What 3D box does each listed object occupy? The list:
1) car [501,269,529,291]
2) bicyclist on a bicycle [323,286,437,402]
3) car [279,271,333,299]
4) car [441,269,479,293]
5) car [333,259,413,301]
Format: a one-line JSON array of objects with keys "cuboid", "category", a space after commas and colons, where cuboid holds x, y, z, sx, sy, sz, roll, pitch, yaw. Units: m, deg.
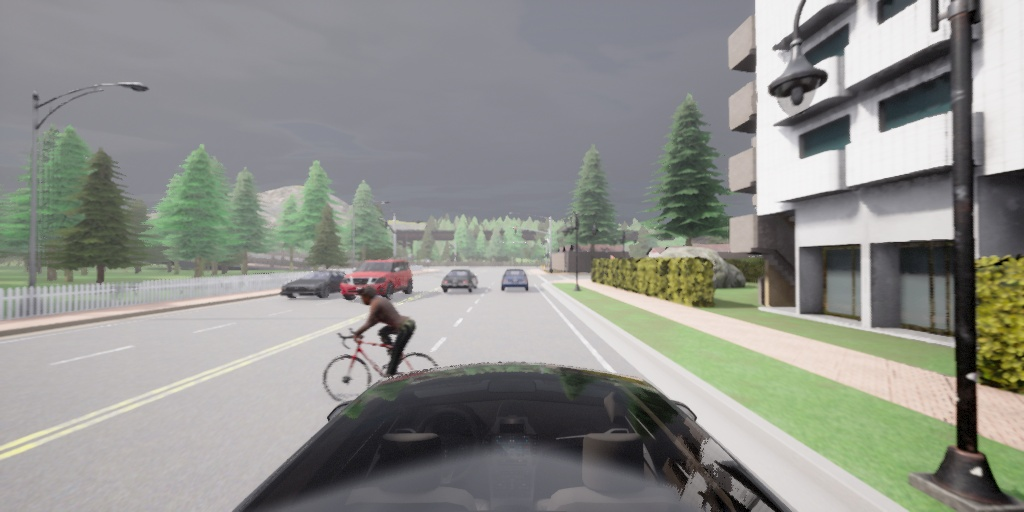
[{"cuboid": [0.191, 1.580, 24.601, 2.033, 1.411, 5.357, 0, -1, 0], "category": "car"}, {"cuboid": [-1.837, 1.244, 5.008, 1.656, 1.620, 0.582, -2, -1, 0], "category": "bicyclist on a bicycle"}, {"cuboid": [-10.448, 1.522, 20.031, 2.033, 1.411, 5.357, 0, -1, 1], "category": "car"}, {"cuboid": [-3.315, 1.565, 23.446, 2.033, 1.411, 5.357, 0, -1, 0], "category": "car"}, {"cuboid": [-6.958, 1.188, 19.204, 2.150, 2.045, 5.566, 0, -1, 1], "category": "car"}]
